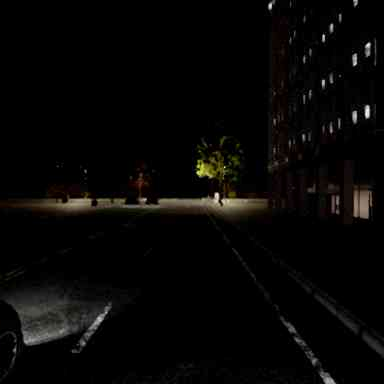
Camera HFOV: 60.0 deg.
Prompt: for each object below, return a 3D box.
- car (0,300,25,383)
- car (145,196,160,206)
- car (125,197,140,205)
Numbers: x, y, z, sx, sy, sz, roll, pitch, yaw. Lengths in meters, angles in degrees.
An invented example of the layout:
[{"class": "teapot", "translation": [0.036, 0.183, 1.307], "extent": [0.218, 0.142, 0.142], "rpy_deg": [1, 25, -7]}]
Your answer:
[{"class": "car", "translation": [-3.150, 1.561, 2.604], "extent": [1.994, 1.385, 4.181], "rpy_deg": [0, 0, 0]}, {"class": "car", "translation": [-6.509, 1.439, 54.704], "extent": [1.812, 1.442, 4.674], "rpy_deg": [0, 0, 0]}, {"class": "car", "translation": [-9.756, 1.459, 55.089], "extent": [2.033, 1.411, 5.357], "rpy_deg": [0, 0, 0]}]
